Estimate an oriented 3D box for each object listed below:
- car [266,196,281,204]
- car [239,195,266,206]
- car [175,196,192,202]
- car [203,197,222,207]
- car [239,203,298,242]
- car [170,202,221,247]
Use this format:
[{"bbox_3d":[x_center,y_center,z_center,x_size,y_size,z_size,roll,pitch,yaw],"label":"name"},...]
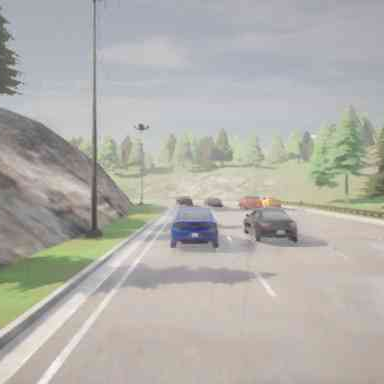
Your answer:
[{"bbox_3d":[10.233,1.305,44.291,1.882,1.535,5.008,1,0,-6],"label":"car"},{"bbox_3d":[6.984,1.196,40.094,2.097,1.767,4.553,0,0,-2],"label":"car"},{"bbox_3d":[-1.202,1.318,48.051,1.837,1.490,4.892,2,0,-14],"label":"car"},{"bbox_3d":[2.838,1.383,46.574,1.994,1.385,4.181,0,0,-10],"label":"car"},{"bbox_3d":[3.605,1.464,15.786,1.812,1.442,4.674,0,0,0],"label":"car"},{"bbox_3d":[0.105,1.420,14.642,1.882,1.535,5.008,0,0,0],"label":"car"}]
